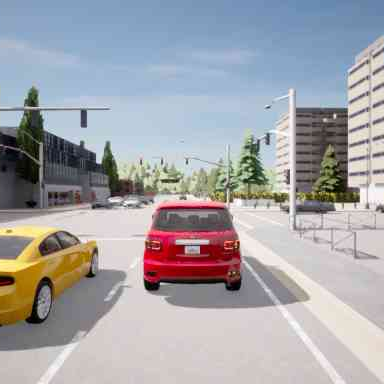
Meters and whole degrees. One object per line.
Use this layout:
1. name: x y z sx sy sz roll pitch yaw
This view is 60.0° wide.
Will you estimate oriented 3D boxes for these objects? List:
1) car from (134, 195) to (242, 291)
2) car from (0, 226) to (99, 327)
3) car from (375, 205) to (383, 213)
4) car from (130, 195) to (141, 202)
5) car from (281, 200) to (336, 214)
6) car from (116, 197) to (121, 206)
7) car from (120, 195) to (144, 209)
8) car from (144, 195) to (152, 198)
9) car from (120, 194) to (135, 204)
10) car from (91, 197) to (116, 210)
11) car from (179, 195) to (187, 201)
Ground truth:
1. car: 0.014 1.221 9.156 2.150 2.045 5.566 0 0 0
2. car: -3.480 1.478 7.167 1.882 1.535 5.008 0 0 0
3. car: 22.311 1.547 34.938 5.357 1.411 2.033 0 0 -2
4. car: -12.491 1.500 73.890 1.837 1.490 4.892 0 0 -2
5. car: 12.075 1.547 34.627 5.357 1.411 2.033 0 0 -2
6. car: -12.014 1.525 53.472 1.812 1.442 4.674 0 0 -1
7. car: -8.316 1.525 46.476 1.812 1.442 4.674 0 0 -1
8. car: -8.621 1.506 57.990 1.837 1.490 4.892 0 0 -1
9. car: -12.253 1.352 63.667 2.097 1.767 4.553 0 0 -1
10. car: -11.718 1.564 43.438 1.994 1.385 4.181 0 0 -2
11. car: -2.357 1.524 87.236 1.812 1.442 4.674 0 0 -2
